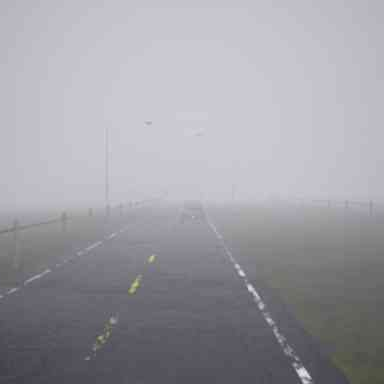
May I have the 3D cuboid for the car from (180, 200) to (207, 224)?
[{"bbox_3d":[0.104,1.512,25.313,2.128,1.511,4.902,0,0,0],"label":"car"}]

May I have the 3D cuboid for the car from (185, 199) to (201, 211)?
[{"bbox_3d":[0.113,1.638,42.899,1.895,1.301,4.718,0,0,0],"label":"car"}]
